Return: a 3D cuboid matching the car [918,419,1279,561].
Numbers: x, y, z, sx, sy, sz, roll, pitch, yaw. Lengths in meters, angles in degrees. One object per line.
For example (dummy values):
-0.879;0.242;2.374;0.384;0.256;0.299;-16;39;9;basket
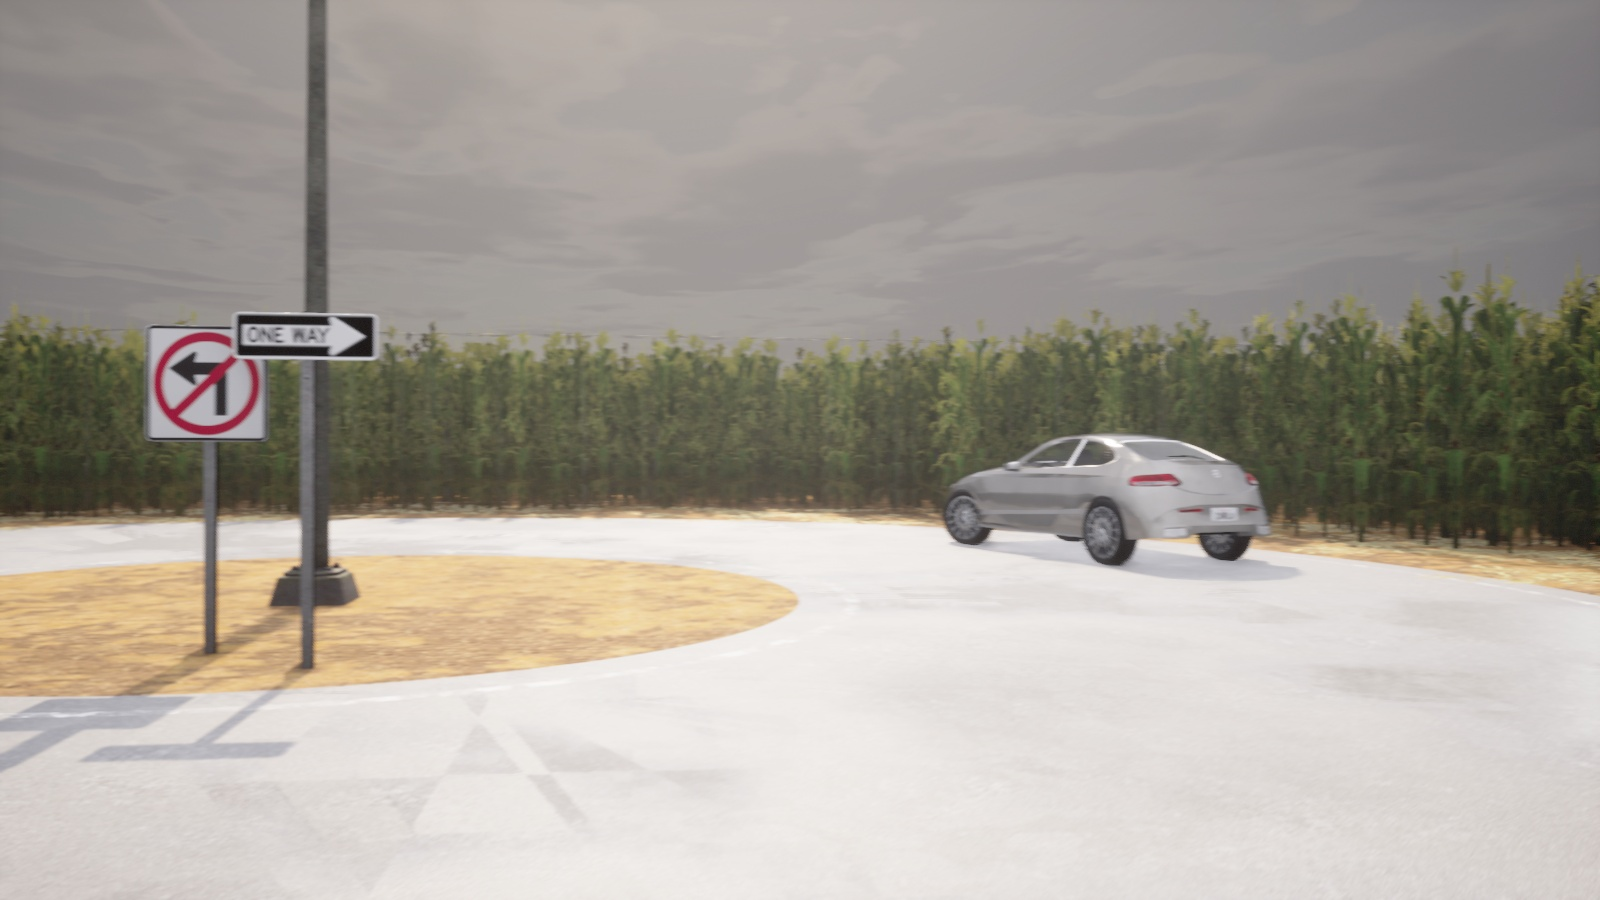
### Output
3.841;0.448;17.267;2.152;1.651;5.027;0;0;-25;car
